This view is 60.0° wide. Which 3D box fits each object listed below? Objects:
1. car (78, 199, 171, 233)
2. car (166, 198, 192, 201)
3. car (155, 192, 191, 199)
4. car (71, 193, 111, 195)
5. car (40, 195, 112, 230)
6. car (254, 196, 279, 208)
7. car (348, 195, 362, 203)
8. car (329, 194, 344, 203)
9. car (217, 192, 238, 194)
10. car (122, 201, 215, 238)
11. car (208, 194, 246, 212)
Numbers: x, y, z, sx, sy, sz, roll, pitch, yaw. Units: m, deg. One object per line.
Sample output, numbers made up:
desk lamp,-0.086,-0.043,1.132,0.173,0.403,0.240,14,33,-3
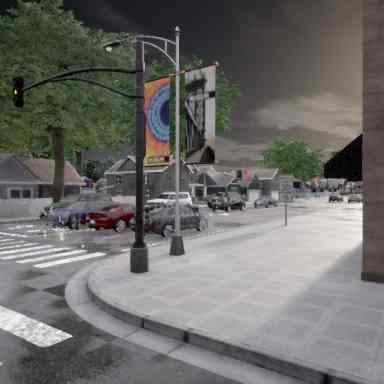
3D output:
car,-3.662,1.388,19.113,1.882,1.535,5.008,0,0,36
car,-1.463,1.462,28.114,1.895,1.301,4.718,0,0,36
car,-2.174,1.063,32.683,2.150,2.045,5.566,0,0,35
car,-8.167,1.120,24.373,2.150,2.045,5.566,0,0,34
car,-6.690,1.263,20.797,2.097,1.767,4.553,0,0,35
car,9.788,1.248,43.778,2.128,1.511,4.902,0,0,36
car,29.294,1.207,59.587,1.994,1.385,4.181,0,0,36
car,26.656,1.146,61.484,1.837,1.490,4.892,0,0,36
car,4.083,1.004,41.412,2.150,2.045,5.566,0,0,35
car,-1.042,1.417,17.190,1.837,1.490,4.892,0,0,36
car,3.989,1.287,35.715,1.882,1.535,5.008,0,0,35
